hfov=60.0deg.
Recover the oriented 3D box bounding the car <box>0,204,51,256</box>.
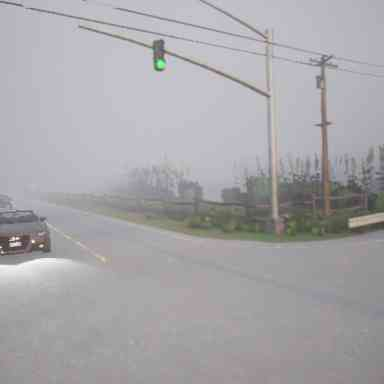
[{"bbox_3d":[-6.154,1.348,11.682,1.994,1.385,4.181,-3,2,-26],"label":"car"}]

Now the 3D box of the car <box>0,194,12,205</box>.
[{"bbox_3d":[-19.599,0.999,34.068,1.882,1.535,5.008,-3,2,-31],"label":"car"}]
